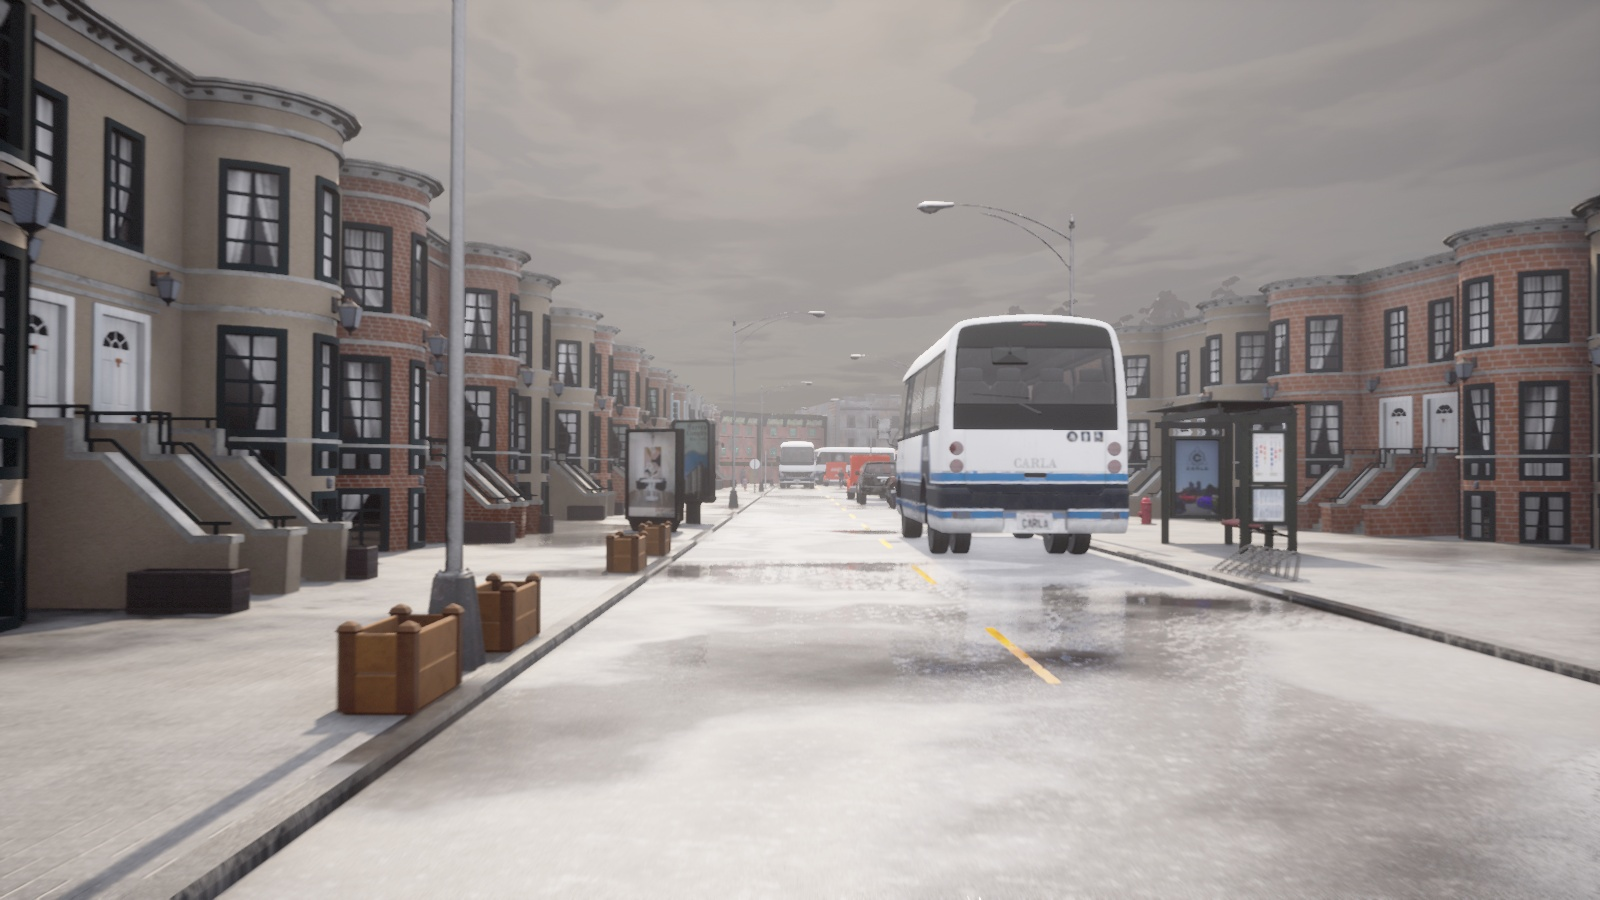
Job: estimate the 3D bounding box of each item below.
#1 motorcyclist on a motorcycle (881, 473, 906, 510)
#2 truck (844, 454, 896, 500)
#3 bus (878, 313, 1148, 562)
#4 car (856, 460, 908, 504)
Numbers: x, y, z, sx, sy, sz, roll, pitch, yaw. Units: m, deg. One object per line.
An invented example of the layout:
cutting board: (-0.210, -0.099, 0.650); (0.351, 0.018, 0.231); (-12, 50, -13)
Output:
motorcyclist on a motorcycle: (3.920, 1.720, 52.920); (0.866, 1.530, 2.191); (0, -1, 0)
truck: (3.887, 1.501, 71.022); (2.627, 2.467, 5.204); (0, -1, 0)
bus: (3.954, -0.132, 26.619); (3.944, 4.253, 10.273); (0, -1, 0)
car: (3.906, 1.538, 60.908); (2.150, 2.045, 5.566); (0, -1, 0)
